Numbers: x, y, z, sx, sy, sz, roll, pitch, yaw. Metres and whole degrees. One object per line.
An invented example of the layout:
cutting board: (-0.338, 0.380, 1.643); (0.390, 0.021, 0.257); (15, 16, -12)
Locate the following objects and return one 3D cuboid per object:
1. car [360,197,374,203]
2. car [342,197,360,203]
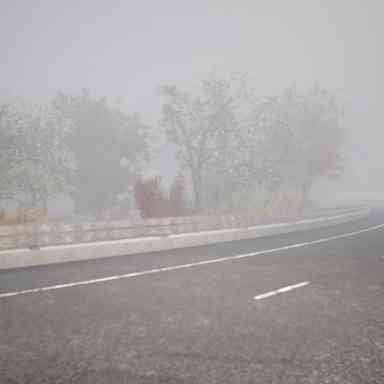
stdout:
car: (43.604, 2.092, 84.813); (1.837, 1.490, 4.892); (0, 0, 1)
car: (40.110, 2.087, 85.033); (1.837, 1.490, 4.892); (0, 0, 1)
